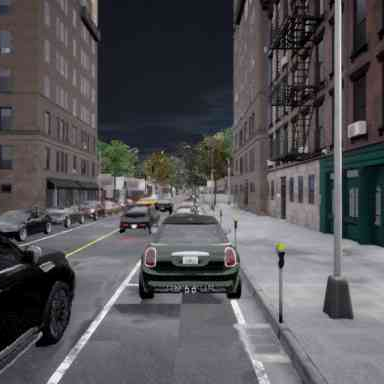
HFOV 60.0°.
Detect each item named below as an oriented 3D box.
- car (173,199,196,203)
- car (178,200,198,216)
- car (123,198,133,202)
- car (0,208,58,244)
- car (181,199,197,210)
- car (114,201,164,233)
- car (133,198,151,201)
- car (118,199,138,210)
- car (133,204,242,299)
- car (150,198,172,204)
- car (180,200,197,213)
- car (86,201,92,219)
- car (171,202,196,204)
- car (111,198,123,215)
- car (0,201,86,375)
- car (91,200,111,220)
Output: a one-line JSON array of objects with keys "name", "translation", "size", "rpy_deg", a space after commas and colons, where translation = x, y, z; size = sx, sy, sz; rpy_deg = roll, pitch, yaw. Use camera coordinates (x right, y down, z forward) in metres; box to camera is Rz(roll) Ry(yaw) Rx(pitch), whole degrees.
[{"name": "car", "translation": [-0.383, 1.531, 27.562], "size": [1.752, 1.417, 4.829], "rpy_deg": [0, 0, 0]}, {"name": "car", "translation": [-0.383, 1.554, 32.910], "size": [1.887, 1.381, 4.507], "rpy_deg": [0, 0, 0]}, {"name": "car", "translation": [-8.408, 1.454, 38.426], "size": [1.967, 1.590, 4.097], "rpy_deg": [0, 0, 0]}, {"name": "car", "translation": [-8.408, 1.566, 16.351], "size": [1.947, 1.339, 4.313], "rpy_deg": [0, 0, 0]}, {"name": "car", "translation": [-0.383, 1.584, 43.946], "size": [1.947, 1.339, 4.313], "rpy_deg": [0, 0, 0]}, {"name": "car", "translation": [-2.977, 1.507, 19.626], "size": [1.837, 1.490, 4.892], "rpy_deg": [0, 0, 0]}, {"name": "car", "translation": [-5.825, 1.494, 42.251], "size": [1.882, 1.535, 5.008], "rpy_deg": [0, 0, 0]}, {"name": "car", "translation": [-8.408, 1.600, 43.945], "size": [1.802, 1.307, 4.206], "rpy_deg": [0, 0, 0]}, {"name": "car", "translation": [-0.032, 1.353, 8.620], "size": [2.097, 1.767, 4.553], "rpy_deg": [0, 0, 0]}, {"name": "car", "translation": [-2.965, 1.489, 35.838], "size": [1.882, 1.535, 5.008], "rpy_deg": [0, 0, 1]}, {"name": "car", "translation": [-0.383, 1.596, 38.428], "size": [1.802, 1.307, 4.206], "rpy_deg": [0, 0, 0]}, {"name": "car", "translation": [-8.408, 1.553, 21.869], "size": [2.008, 1.369, 4.403], "rpy_deg": [0, 0, 0]}, {"name": "car", "translation": [-0.383, 1.584, 21.873], "size": [1.802, 1.307, 4.206], "rpy_deg": [0, 0, 0]}, {"name": "car", "translation": [-8.408, 1.535, 32.737], "size": [1.752, 1.417, 4.829], "rpy_deg": [0, 0, 0]}, {"name": "car", "translation": [-3.018, 1.223, 3.192], "size": [2.150, 2.045, 5.566], "rpy_deg": [0, 0, 0]}, {"name": "car", "translation": [-8.408, 1.445, 27.388], "size": [1.967, 1.590, 4.097], "rpy_deg": [0, 0, 0]}]
